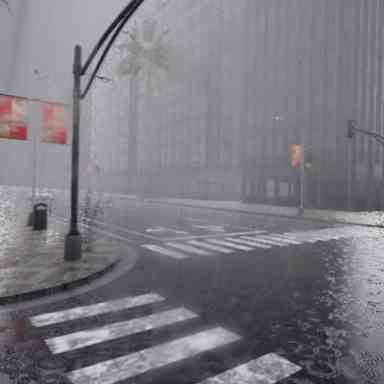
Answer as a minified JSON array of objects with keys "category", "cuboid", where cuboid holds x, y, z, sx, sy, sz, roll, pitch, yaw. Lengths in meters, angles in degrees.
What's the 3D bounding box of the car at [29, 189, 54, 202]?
[{"category":"car","cuboid":[-17.035,0.363,37.489,1.812,1.442,4.674,1,1,-37]}]
